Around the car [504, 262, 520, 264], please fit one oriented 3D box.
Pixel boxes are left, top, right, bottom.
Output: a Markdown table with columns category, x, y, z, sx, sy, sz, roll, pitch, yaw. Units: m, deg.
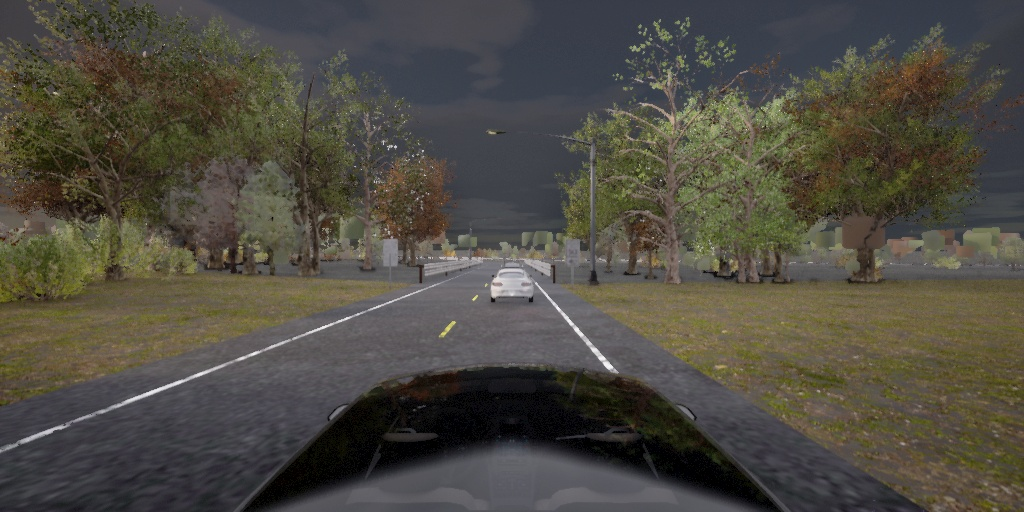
| category | x | y | z | sx | sy | sz | roll | pitch | yaw |
| --- | --- | --- | --- | --- | --- | --- | --- | --- | --- |
| car | 0.000 | 1.230 | 31.500 | 1.882 | 1.535 | 5.008 | 0 | 0 | 0 |

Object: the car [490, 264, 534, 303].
| category | x | y | z | sx | sy | sz | roll | pitch | yaw |
| --- | --- | --- | --- | --- | --- | --- | --- | --- | --- |
| car | 0.000 | 1.279 | 16.500 | 1.812 | 1.442 | 4.674 | 0 | 0 | 0 |
